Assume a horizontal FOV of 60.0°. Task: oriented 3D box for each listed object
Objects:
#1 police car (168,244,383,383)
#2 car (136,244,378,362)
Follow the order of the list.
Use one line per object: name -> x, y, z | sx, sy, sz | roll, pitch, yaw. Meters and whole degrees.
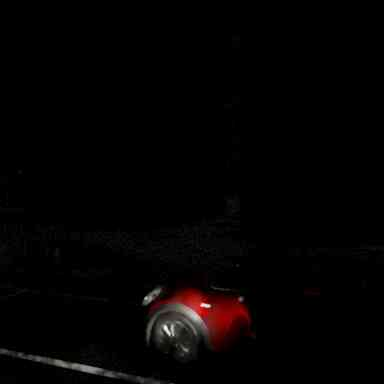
police car -> 2.640, 1.482, 2.326 | 5.238, 1.638, 1.930 | 1, -1, 18
car -> 1.233, 1.501, 4.858 | 4.097, 1.590, 1.967 | 1, -1, 18
